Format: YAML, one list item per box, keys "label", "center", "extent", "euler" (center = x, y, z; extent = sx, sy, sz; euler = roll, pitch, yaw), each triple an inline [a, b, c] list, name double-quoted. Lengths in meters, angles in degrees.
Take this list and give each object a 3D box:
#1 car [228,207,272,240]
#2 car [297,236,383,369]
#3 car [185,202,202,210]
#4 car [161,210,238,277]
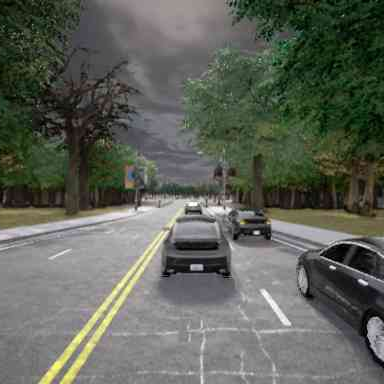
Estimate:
- label: "car"
  center: [2.777, 1.579, 17.505]
  extent: [1.837, 1.490, 4.892]
  euler: [0, 0, -4]
- label: "car"
  center: [3.304, 1.521, 5.689]
  extent: [1.837, 1.490, 4.892]
  euler: [0, 0, 0]
- label: "car"
  center: [0.165, 1.836, 39.458]
  extent: [1.994, 1.385, 4.181]
  euler: [0, -1, 0]
- label: "car"
  center: [0.117, 1.540, 10.372]
  extent: [1.837, 1.490, 4.892]
  euler: [0, 0, 0]
